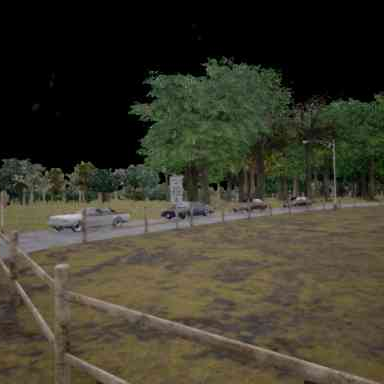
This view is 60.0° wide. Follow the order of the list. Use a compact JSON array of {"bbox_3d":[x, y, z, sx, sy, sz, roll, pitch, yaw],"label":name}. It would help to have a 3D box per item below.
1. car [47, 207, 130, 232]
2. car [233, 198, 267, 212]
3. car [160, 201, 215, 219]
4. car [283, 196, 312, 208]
[{"bbox_3d":[-6.084,1.569,19.971,1.895,1.301,4.718,-2,-1,36],"label":"car"},{"bbox_3d":[6.227,1.378,35.385,1.812,1.442,4.674,-2,-1,43],"label":"car"},{"bbox_3d":[-0.228,1.465,27.819,2.033,1.411,5.357,-2,-1,38],"label":"car"},{"bbox_3d":[13.480,1.299,42.437,4.674,1.442,1.812,-1,-1,-41],"label":"car"}]
